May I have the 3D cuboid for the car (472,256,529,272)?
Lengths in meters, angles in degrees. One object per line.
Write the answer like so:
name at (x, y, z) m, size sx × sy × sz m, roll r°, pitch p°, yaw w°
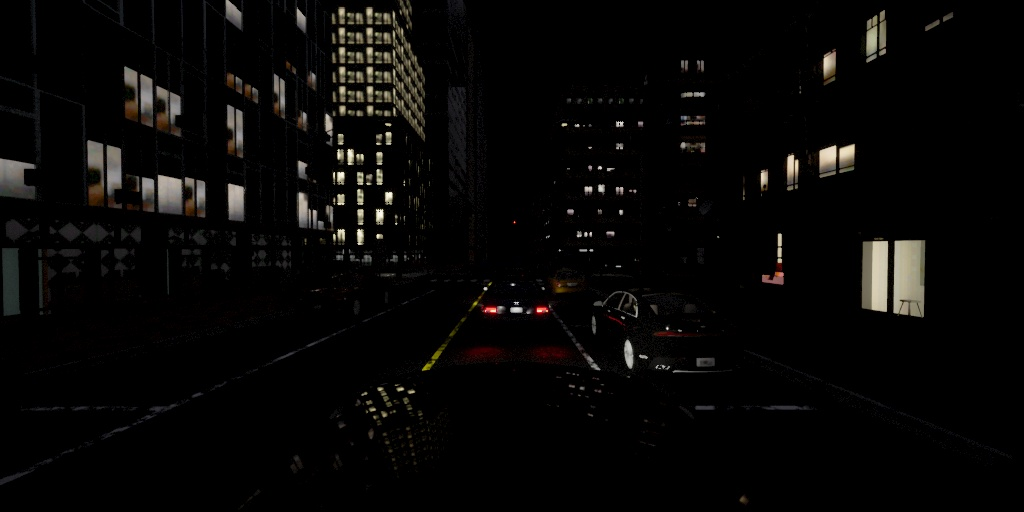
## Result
car at (-1.266, 0.966, 39.451) m, size 5.566 × 2.045 × 2.150 m, roll 0°, pitch 0°, yaw 1°

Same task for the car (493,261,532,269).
car at (0.045, 1.249, 21.223) m, size 1.837 × 1.490 × 4.892 m, roll 0°, pitch 0°, yaw 0°

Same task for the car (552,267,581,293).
car at (2.776, 1.271, 18.824) m, size 1.751 × 1.417 × 4.829 m, roll 0°, pitch 0°, yaw 0°

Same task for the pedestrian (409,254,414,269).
pedestrian at (-12.655, 0.669, 45.089) m, size 0.375 × 1.860 × 0.375 m, roll 0°, pitch 0°, yaw 1°

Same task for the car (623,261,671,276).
car at (14.750, 1.330, 39.251) m, size 5.008 × 1.535 × 1.882 m, roll 0°, pitch 1°, yaw 1°

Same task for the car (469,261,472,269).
car at (-5.825, 1.263, 56.418) m, size 1.751 × 1.417 × 4.829 m, roll 0°, pitch 0°, yaw 0°

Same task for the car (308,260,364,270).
car at (-17.667, 1.108, 36.421) m, size 5.008 × 1.535 × 1.882 m, roll 0°, pitch 1°, yaw -1°

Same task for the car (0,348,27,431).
car at (-5.796, 1.300, 1.757) m, size 2.007 × 1.370 × 4.403 m, roll 0°, pitch 0°, yaw 0°

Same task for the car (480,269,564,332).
car at (0.079, 1.295, 10.801) m, size 2.033 × 1.411 × 5.357 m, roll 0°, pitch 0°, yaw 0°

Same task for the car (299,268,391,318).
car at (-5.850, 1.292, 13.046) m, size 1.888 × 1.381 × 4.507 m, roll 0°, pitch 0°, yaw 0°

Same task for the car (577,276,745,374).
car at (2.804, 1.299, 7.365) m, size 2.007 × 1.370 × 4.403 m, roll 0°, pitch 0°, yaw 0°
